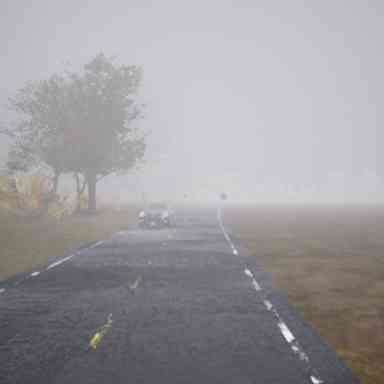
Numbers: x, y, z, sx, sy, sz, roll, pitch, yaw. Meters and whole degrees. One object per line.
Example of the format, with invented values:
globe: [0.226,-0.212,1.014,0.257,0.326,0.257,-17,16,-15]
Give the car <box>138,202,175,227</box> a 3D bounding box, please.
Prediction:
car: [-2.447,1.497,23.997,2.097,1.767,4.553,0,0,3]
